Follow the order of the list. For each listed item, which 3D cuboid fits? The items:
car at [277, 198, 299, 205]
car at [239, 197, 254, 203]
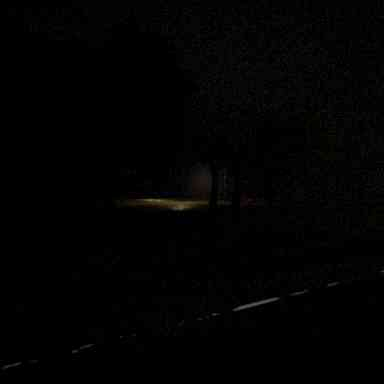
[{"bbox_3d":[19.973,1.941,69.710,1.882,1.535,5.008,1,-1,-32],"label":"car"},{"bbox_3d":[13.113,1.996,80.653,1.994,1.385,4.181,1,-1,-32],"label":"car"}]
